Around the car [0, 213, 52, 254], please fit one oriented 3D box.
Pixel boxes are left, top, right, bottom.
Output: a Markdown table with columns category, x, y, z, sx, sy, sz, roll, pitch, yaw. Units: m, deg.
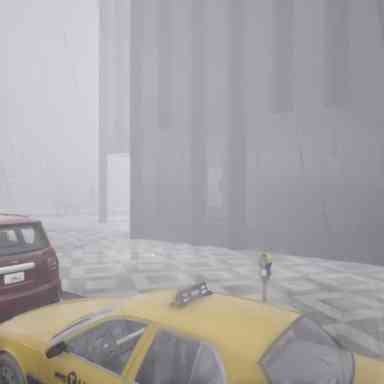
| category | x | y | z | sx | sy | sz | roll | pitch | yaw |
| --- | --- | --- | --- | --- | --- | --- | --- | --- | --- |
| car | -4.486 | 1.314 | 6.172 | 5.009 | 1.841 | 2.192 | 0 | 0 | 36 |

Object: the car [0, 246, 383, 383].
| category | x | y | z | sx | sy | sz | roll | pitch | yaw |
| --- | --- | --- | --- | --- | --- | --- | --- | --- | --- |
| car | -0.212 | 1.525 | 3.115 | 4.829 | 1.417 | 1.752 | 0 | 0 | 36 |
